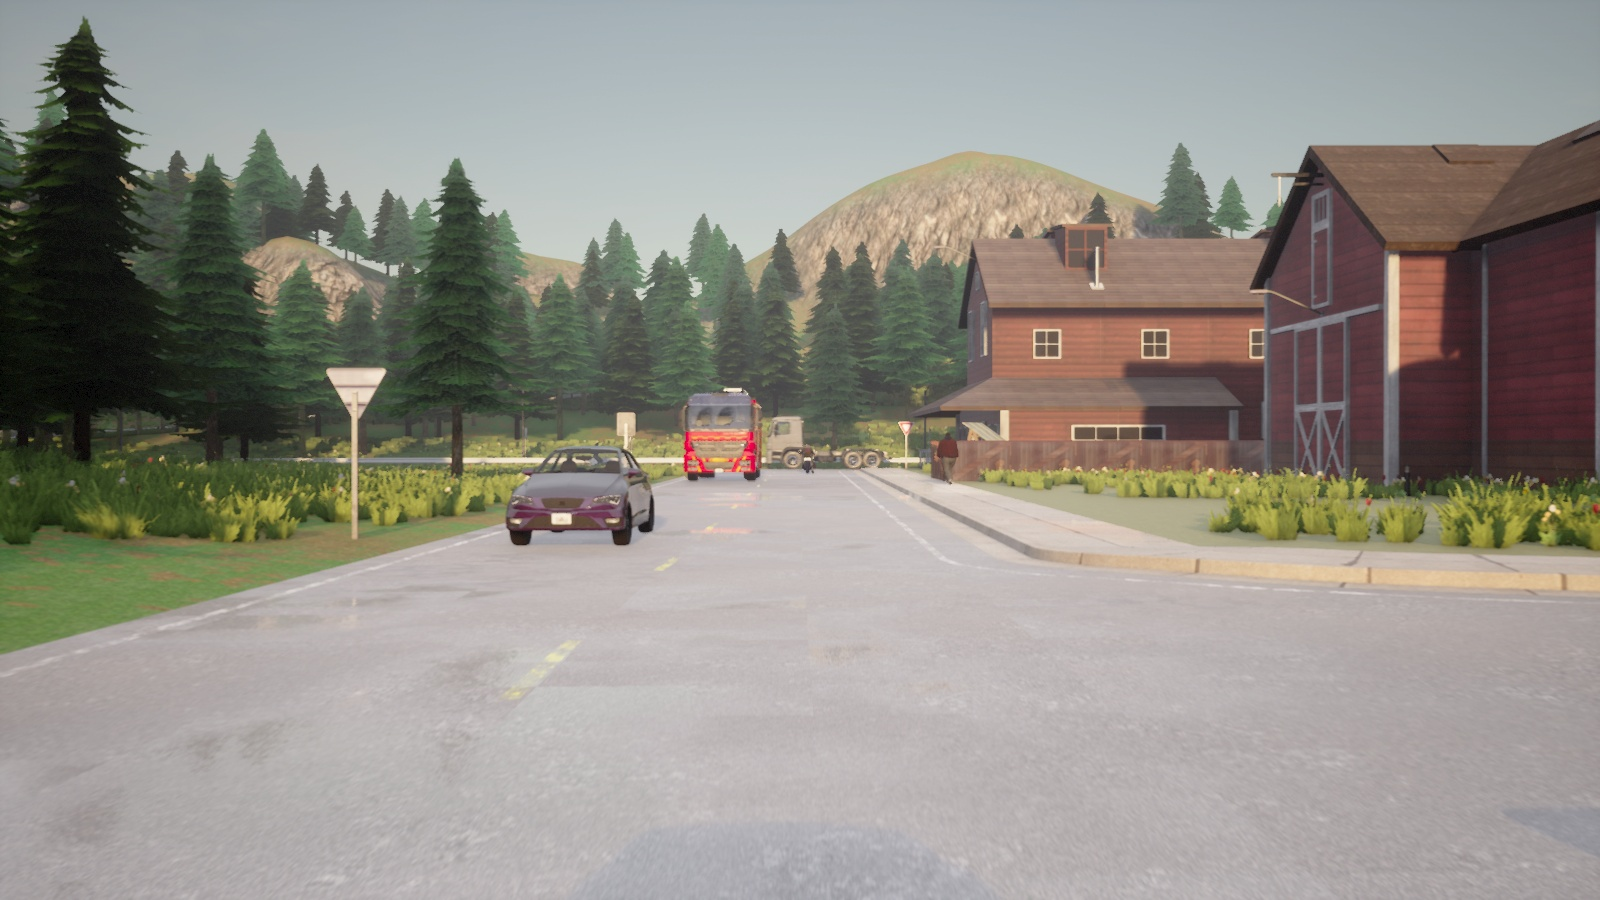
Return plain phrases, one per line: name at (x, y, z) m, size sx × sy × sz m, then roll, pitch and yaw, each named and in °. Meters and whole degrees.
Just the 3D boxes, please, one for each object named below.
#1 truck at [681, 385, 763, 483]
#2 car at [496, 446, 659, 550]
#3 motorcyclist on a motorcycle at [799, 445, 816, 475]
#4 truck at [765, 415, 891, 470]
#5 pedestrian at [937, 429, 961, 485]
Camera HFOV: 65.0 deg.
truck at (-3.185, -0.656, 53.455) m, size 2.891 × 3.827 × 8.468 m, roll 0°, pitch 0°, yaw 0°
car at (-3.372, 0.670, 19.811) m, size 1.816 × 1.474 × 4.193 m, roll 0°, pitch 0°, yaw 0°
motorcyclist on a motorcycle at (0.386, 0.496, 64.993) m, size 0.866 × 1.530 × 2.191 m, roll 0°, pitch 0°, yaw 0°
truck at (1.767, -0.470, 80.233) m, size 7.936 × 3.462 × 2.891 m, roll 0°, pitch -1°, yaw 0°
pedestrian at (4.919, 0.223, 41.530) m, size 0.634 × 1.844 × 0.899 m, roll 0°, pitch 0°, yaw -4°
